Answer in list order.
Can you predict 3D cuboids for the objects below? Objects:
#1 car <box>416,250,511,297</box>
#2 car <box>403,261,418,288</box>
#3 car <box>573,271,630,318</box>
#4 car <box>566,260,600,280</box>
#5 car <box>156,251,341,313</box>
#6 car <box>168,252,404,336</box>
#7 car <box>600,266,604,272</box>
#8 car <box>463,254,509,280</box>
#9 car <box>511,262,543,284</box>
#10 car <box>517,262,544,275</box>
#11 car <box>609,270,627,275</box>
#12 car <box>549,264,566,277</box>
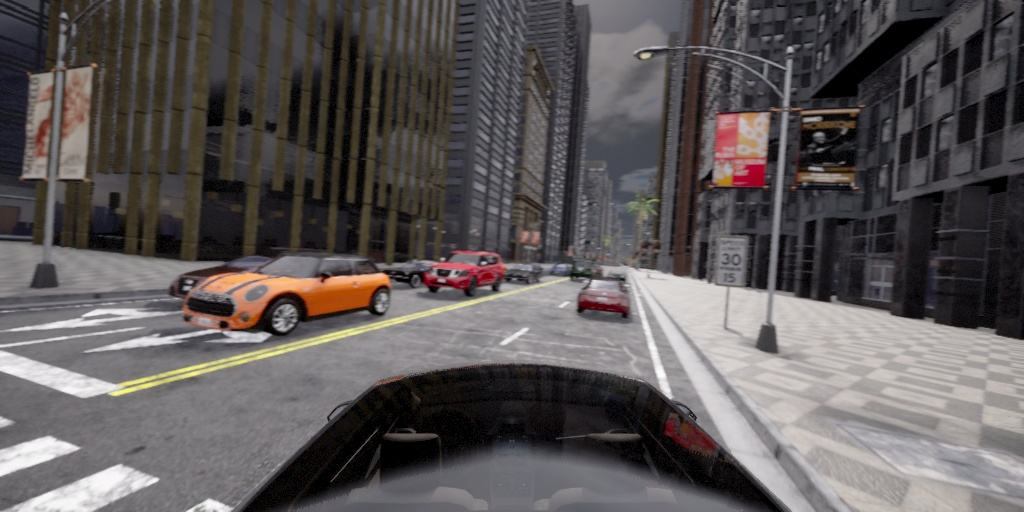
[{"bbox_3d":[-2.156,0.765,18.004,2.150,2.045,5.566,4,0,18],"label":"car"},{"bbox_3d":[-5.109,0.913,19.502,1.895,1.301,4.718,4,0,18],"label":"car"},{"bbox_3d":[3.914,1.585,15.043,1.994,1.385,4.181,4,0,17],"label":"car"},{"bbox_3d":[7.322,1.462,36.574,2.150,2.045,5.566,4,0,18],"label":"car"},{"bbox_3d":[-7.771,0.689,11.158,1.994,1.385,4.181,4,0,18],"label":"car"},{"bbox_3d":[-5.073,0.691,8.890,2.097,1.767,4.553,4,0,18],"label":"car"},{"bbox_3d":[11.562,1.891,49.902,2.097,1.767,4.553,4,0,18],"label":"car"},{"bbox_3d":[-1.984,0.885,29.202,2.097,1.767,4.553,4,0,18],"label":"car"},{"bbox_3d":[1.005,1.315,27.964,2.033,1.411,5.357,4,0,18],"label":"car"},{"bbox_3d":[2.282,1.438,42.399,1.895,1.301,4.718,4,0,18],"label":"car"},{"bbox_3d":[11.213,2.139,38.134,1.895,1.301,4.718,4,0,18],"label":"car"},{"bbox_3d":[5.844,1.641,42.826,1.812,1.442,4.674,4,0,18],"label":"car"}]
